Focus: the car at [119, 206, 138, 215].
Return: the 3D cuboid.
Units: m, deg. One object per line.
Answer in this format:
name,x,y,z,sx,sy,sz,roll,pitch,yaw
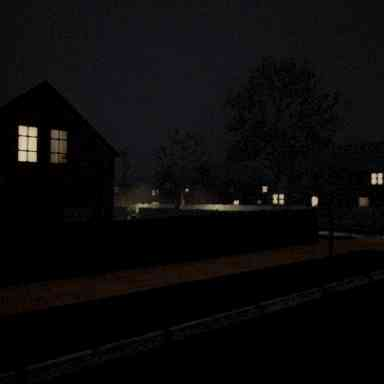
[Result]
car,-9.332,2.662,45.889,2.033,1.411,5.357,1,-2,-35
